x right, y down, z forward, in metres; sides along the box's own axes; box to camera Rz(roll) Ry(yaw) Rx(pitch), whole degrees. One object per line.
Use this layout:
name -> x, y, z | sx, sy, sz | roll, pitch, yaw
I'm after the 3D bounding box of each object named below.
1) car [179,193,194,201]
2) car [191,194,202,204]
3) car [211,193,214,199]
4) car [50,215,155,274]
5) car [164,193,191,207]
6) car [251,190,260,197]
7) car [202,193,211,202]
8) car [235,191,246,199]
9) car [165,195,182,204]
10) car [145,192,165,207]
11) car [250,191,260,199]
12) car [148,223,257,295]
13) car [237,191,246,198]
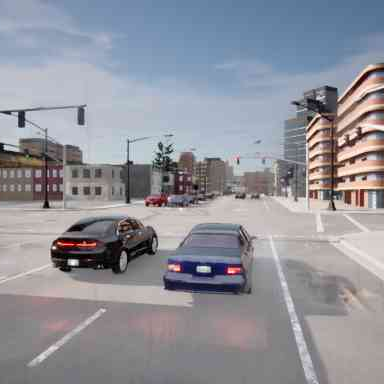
car -> -1.133, 1.073, 69.256 | 2.033, 1.411, 5.357 | 0, 1, 11
car -> -0.188, 1.235, 56.359 | 2.128, 1.511, 4.902 | 0, 1, 11
car -> 3.807, 0.862, 76.249 | 1.882, 1.535, 5.008 | 0, 1, 11
car -> -2.510, 1.505, 10.664 | 1.837, 1.490, 4.892 | 0, 0, 11
car -> -1.947, 1.223, 47.448 | 2.097, 1.767, 4.553 | 0, 1, 11
car -> 16.344, 0.464, 85.607 | 2.097, 1.767, 4.553 | 0, 1, 11
car -> 1.766, 1.119, 66.009 | 2.033, 1.411, 5.357 | 0, 1, 12
car -> 11.094, 0.902, 77.029 | 1.994, 1.385, 4.181 | 0, 1, 11
car -> -3.253, 1.238, 58.882 | 1.812, 1.442, 4.674 | 0, 1, 12
car -> -5.155, 1.080, 49.324 | 2.150, 2.045, 5.566 | 0, 1, 11
car -> 14.341, 0.881, 75.403 | 2.128, 1.511, 4.902 | 0, 1, 11
car -> 0.708, 1.547, 8.920 | 2.033, 1.411, 5.357 | 0, 0, 11
car -> 12.988, 0.552, 86.681 | 2.097, 1.767, 4.553 | 0, 1, 11
